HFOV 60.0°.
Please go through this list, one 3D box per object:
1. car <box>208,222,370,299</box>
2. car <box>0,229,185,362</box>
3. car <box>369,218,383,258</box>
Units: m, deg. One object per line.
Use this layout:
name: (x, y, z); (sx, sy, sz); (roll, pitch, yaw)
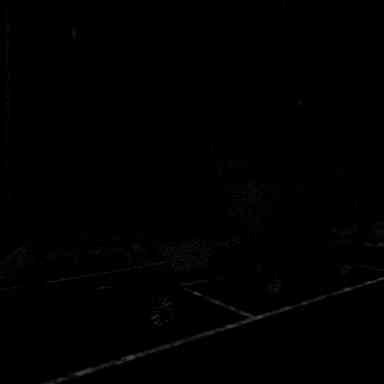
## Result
car: (2.402, 1.562, 8.481); (4.313, 1.339, 1.947); (0, 0, -36)
car: (-2.212, 1.440, 5.188); (4.097, 1.590, 1.967); (0, 0, -36)
car: (7.016, 1.574, 11.774); (4.206, 1.307, 1.802); (0, 0, -36)
